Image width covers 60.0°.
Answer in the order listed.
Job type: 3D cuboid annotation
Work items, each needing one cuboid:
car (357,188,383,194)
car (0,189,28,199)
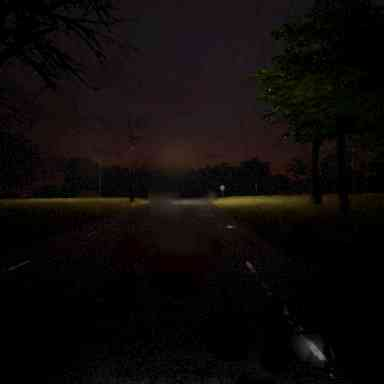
[{"bbox_3d":[39.263,-0.126,73.388,5.357,1.411,2.033,-1,-2,-1],"label":"car"},{"bbox_3d":[-35.607,0.426,65.890,5.566,2.045,2.150,-1,-2,1],"label":"car"}]
